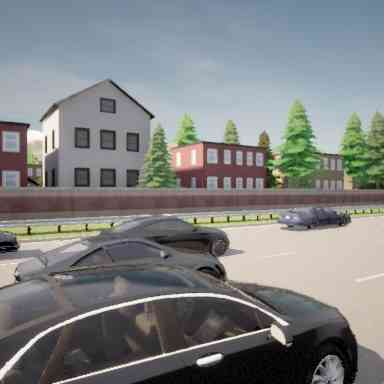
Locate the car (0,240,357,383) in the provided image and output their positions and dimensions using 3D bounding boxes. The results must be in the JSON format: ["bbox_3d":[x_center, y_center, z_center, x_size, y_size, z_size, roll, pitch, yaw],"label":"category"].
[{"bbox_3d":[-0.374,1.504,3.268,4.892,1.490,1.837,0,0,-33],"label":"car"}]

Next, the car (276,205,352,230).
[{"bbox_3d":[7.744,1.541,20.964,5.357,1.411,2.033,0,0,-33],"label":"car"}]

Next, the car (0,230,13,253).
[{"bbox_3d":[-8.496,1.547,10.530,5.357,1.411,2.033,0,0,-33],"label":"car"}]

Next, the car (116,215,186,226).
[{"bbox_3d":[-0.880,1.523,11.262,4.674,1.442,1.812,0,0,-33],"label":"car"}]

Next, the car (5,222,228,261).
[{"bbox_3d":[-1.329,1.563,6.815,4.181,1.385,1.994,0,0,-33],"label":"car"}]
